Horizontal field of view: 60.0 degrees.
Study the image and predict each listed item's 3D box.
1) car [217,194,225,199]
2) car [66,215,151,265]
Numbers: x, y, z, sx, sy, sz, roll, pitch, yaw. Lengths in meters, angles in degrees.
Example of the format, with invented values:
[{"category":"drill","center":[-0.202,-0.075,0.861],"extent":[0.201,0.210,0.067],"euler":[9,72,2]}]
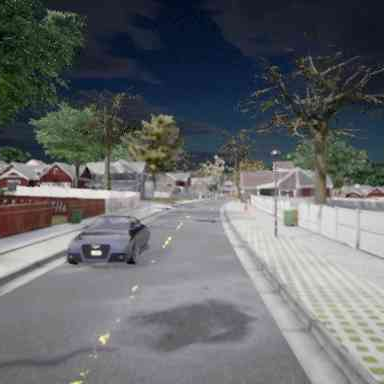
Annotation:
[{"category":"car","center":[8.354,1.195,94.828],"extent":[1.812,1.442,4.674],"euler":[0,0,13]},{"category":"car","center":[-2.629,1.506,11.313],"extent":[1.994,1.385,4.181],"euler":[0,0,2]}]
